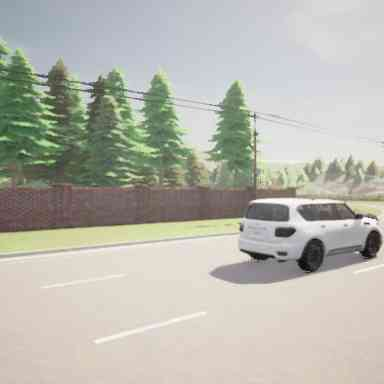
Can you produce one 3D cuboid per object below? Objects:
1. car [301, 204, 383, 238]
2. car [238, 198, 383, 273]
[{"bbox_3d":[8.473,1.484,18.392,4.902,1.511,2.128,0,0,-35],"label":"car"},{"bbox_3d":[4.008,1.221,10.924,5.566,2.045,2.150,0,0,-35],"label":"car"}]
